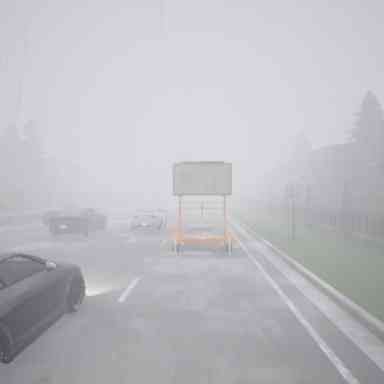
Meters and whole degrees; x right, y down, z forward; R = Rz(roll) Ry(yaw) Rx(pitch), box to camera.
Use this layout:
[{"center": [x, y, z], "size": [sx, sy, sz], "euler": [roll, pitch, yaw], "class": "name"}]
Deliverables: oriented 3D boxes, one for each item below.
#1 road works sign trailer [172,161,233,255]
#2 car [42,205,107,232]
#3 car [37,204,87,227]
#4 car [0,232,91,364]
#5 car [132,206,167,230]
[{"center": [0.419, 0.548, 13.660], "size": [2.380, 3.560, 2.880], "euler": [0, 0, 2], "class": "road works sign trailer"}, {"center": [-6.339, 1.609, 19.053], "size": [1.882, 1.535, 5.008], "euler": [0, 0, 2], "class": "car"}, {"center": [-9.688, 1.702, 25.243], "size": [1.812, 1.442, 4.674], "euler": [0, 0, 1], "class": "car"}, {"center": [-3.205, 1.603, 5.138], "size": [1.994, 1.385, 4.181], "euler": [0, 0, 1], "class": "car"}, {"center": [-2.773, 1.667, 22.025], "size": [1.812, 1.442, 4.674], "euler": [0, 0, 1], "class": "car"}]
